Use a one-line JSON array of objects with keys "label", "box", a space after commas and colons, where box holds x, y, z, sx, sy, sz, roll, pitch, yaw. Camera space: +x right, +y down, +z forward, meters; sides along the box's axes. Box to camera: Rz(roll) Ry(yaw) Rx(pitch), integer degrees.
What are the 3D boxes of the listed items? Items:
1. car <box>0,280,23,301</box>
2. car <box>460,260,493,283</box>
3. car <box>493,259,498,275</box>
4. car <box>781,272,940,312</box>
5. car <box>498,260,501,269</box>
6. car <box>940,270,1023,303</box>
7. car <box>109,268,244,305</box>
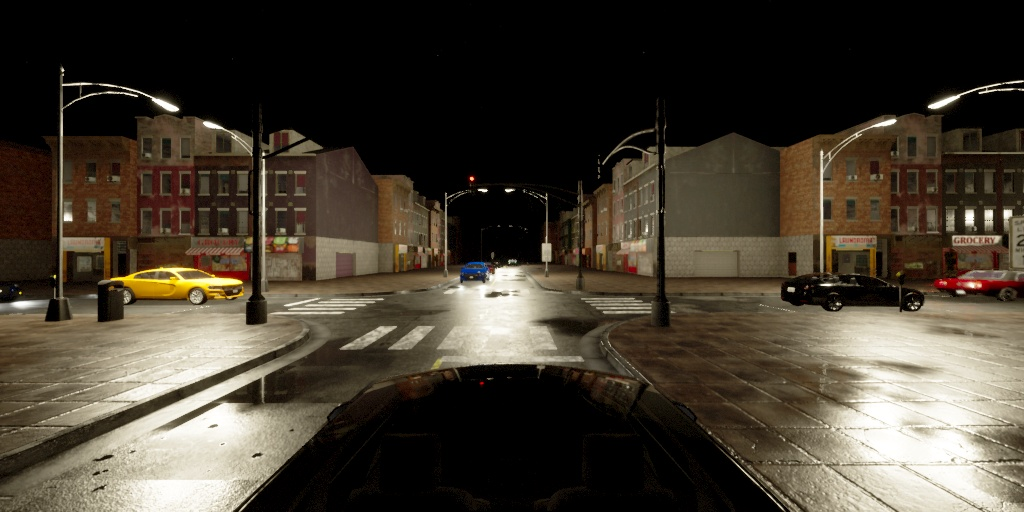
[{"label": "car", "box": [-24.592, 1.391, 15.776, 4.181, 1.385, 1.994, 0, 0, 0]}, {"label": "car", "box": [-2.825, 1.239, 27.938, 1.882, 1.535, 5.008, 0, 0, 1]}, {"label": "car", "box": [-2.834, 1.334, 38.915, 1.994, 1.385, 4.181, 0, 0, 0]}, {"label": "car", "box": [12.358, 1.267, 13.195, 4.313, 1.339, 1.948, 0, 0, 0]}, {"label": "car", "box": [-2.780, 1.294, 57.459, 1.837, 1.490, 4.892, 0, -1, 1]}, {"label": "car", "box": [21.884, 1.283, 15.714, 4.718, 1.301, 1.895, 0, 0, 0]}, {"label": "car", "box": [-14.588, 1.271, 15.747, 5.008, 1.535, 1.882, 0, 0, 2]}]
